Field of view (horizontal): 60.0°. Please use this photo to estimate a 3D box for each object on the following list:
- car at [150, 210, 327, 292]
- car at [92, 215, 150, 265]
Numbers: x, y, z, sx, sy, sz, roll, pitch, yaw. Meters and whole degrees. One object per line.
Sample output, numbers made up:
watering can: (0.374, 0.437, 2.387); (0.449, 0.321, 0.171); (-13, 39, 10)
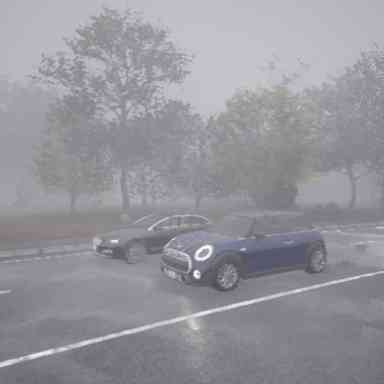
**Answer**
car: (1.455, 1.321, 8.911); (4.553, 1.767, 2.097); (0, 0, -31)
car: (-0.912, 1.448, 11.566); (4.902, 1.511, 2.128); (0, 0, -32)
